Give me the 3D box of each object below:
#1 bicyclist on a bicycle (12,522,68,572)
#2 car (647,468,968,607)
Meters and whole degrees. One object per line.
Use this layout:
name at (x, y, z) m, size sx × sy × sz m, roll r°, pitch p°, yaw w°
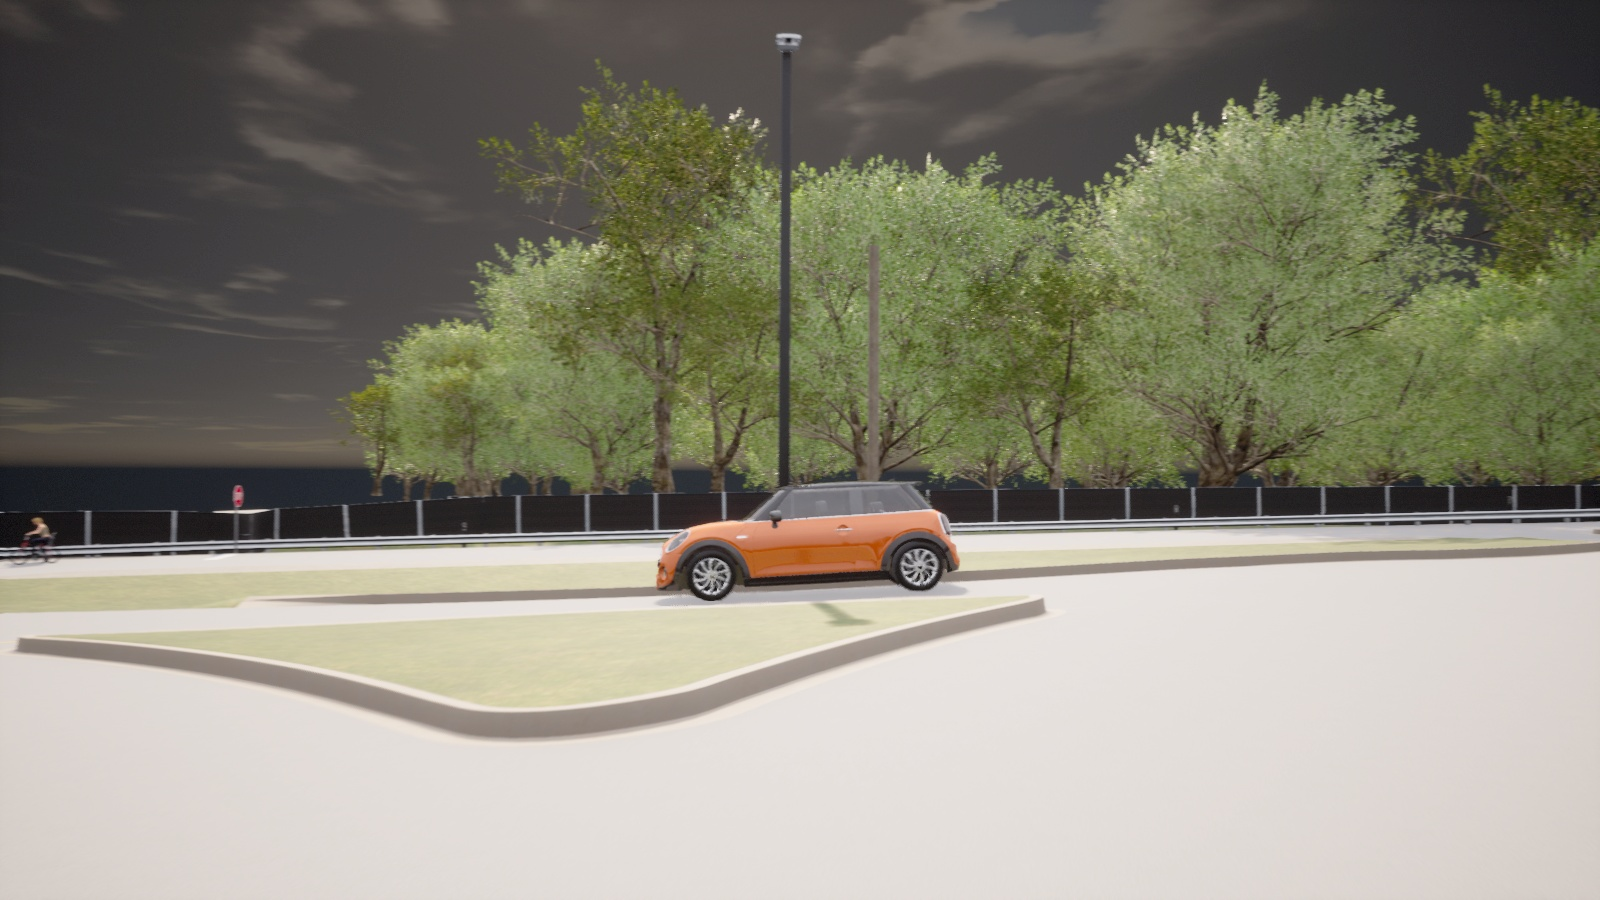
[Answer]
bicyclist on a bicycle at (-26.400, 3.364, 43.648) m, size 1.509 × 1.612 × 0.866 m, roll -2°, pitch -1°, yaw -23°
car at (0.081, 1.309, 19.210) m, size 4.553 × 1.767 × 2.097 m, roll -3°, pitch -3°, yaw -2°
